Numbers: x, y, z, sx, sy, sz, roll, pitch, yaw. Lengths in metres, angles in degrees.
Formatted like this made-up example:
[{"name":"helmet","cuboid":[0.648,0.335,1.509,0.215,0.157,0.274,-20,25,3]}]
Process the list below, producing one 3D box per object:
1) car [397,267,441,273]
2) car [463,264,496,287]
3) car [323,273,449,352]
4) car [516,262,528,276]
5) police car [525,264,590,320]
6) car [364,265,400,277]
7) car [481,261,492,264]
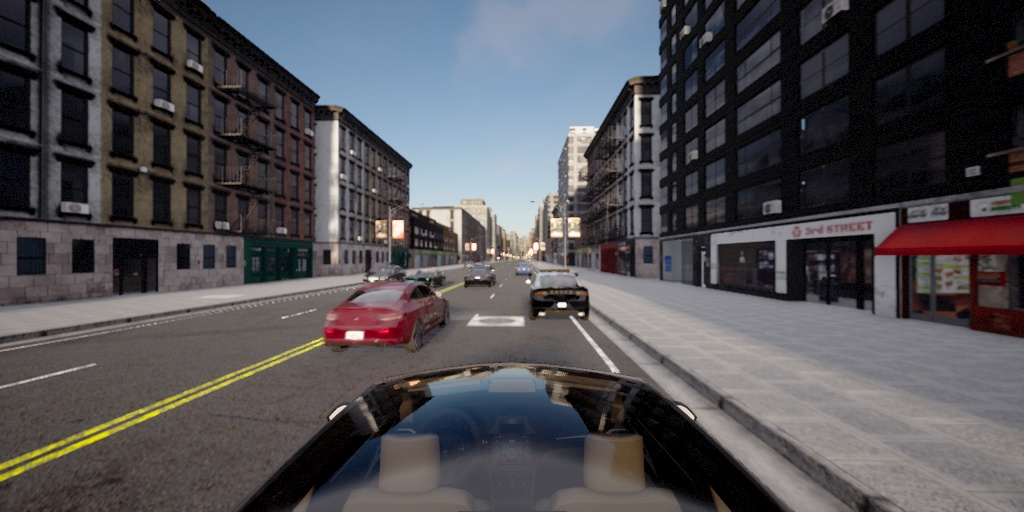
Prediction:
[{"name":"car","cuboid":[-5.842,1.517,24.206,1.895,1.301,4.718,0,0,2]},{"name":"car","cuboid":[-2.310,1.488,26.714,1.994,1.385,4.181,0,0,2]},{"name":"car","cuboid":[-2.866,1.334,9.005,1.812,1.442,4.674,0,0,2]},{"name":"car","cuboid":[1.421,1.568,42.665,2.033,1.411,5.357,0,0,2]},{"name":"police car","cuboid":[1.552,1.251,13.118,1.930,1.638,5.238,0,0,2]},{"name":"car","cuboid":[-9.039,1.427,25.943,2.128,1.511,4.902,0,0,2]},{"name":"car","cuboid":[-4.538,1.674,64.439,2.128,1.511,4.902,0,0,2]}]
